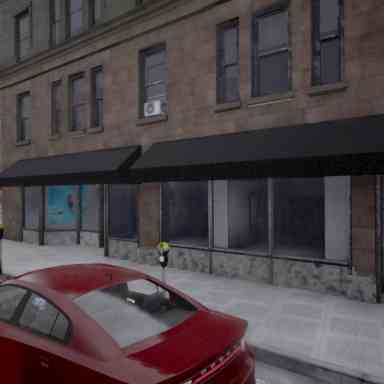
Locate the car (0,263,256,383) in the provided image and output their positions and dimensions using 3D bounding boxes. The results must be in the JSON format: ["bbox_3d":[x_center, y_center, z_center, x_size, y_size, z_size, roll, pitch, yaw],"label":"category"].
[{"bbox_3d":[-1.497,1.545,3.933,4.507,1.381,1.887,0,0,36],"label":"car"}]
